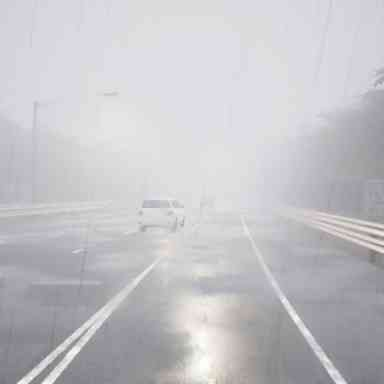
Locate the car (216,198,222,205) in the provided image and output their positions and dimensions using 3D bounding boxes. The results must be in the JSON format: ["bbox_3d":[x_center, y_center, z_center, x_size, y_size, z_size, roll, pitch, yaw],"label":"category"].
[{"bbox_3d":[6.192,2.864,88.432,1.994,1.385,4.181,0,-1,7],"label":"car"}]

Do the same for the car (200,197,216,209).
[{"bbox_3d":[2.705,1.906,59.539,2.150,2.045,5.566,0,-1,7],"label":"car"}]

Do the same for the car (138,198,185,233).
[{"bbox_3d":[-1.794,1.389,21.114,2.150,2.045,5.566,0,-1,7],"label":"car"}]
